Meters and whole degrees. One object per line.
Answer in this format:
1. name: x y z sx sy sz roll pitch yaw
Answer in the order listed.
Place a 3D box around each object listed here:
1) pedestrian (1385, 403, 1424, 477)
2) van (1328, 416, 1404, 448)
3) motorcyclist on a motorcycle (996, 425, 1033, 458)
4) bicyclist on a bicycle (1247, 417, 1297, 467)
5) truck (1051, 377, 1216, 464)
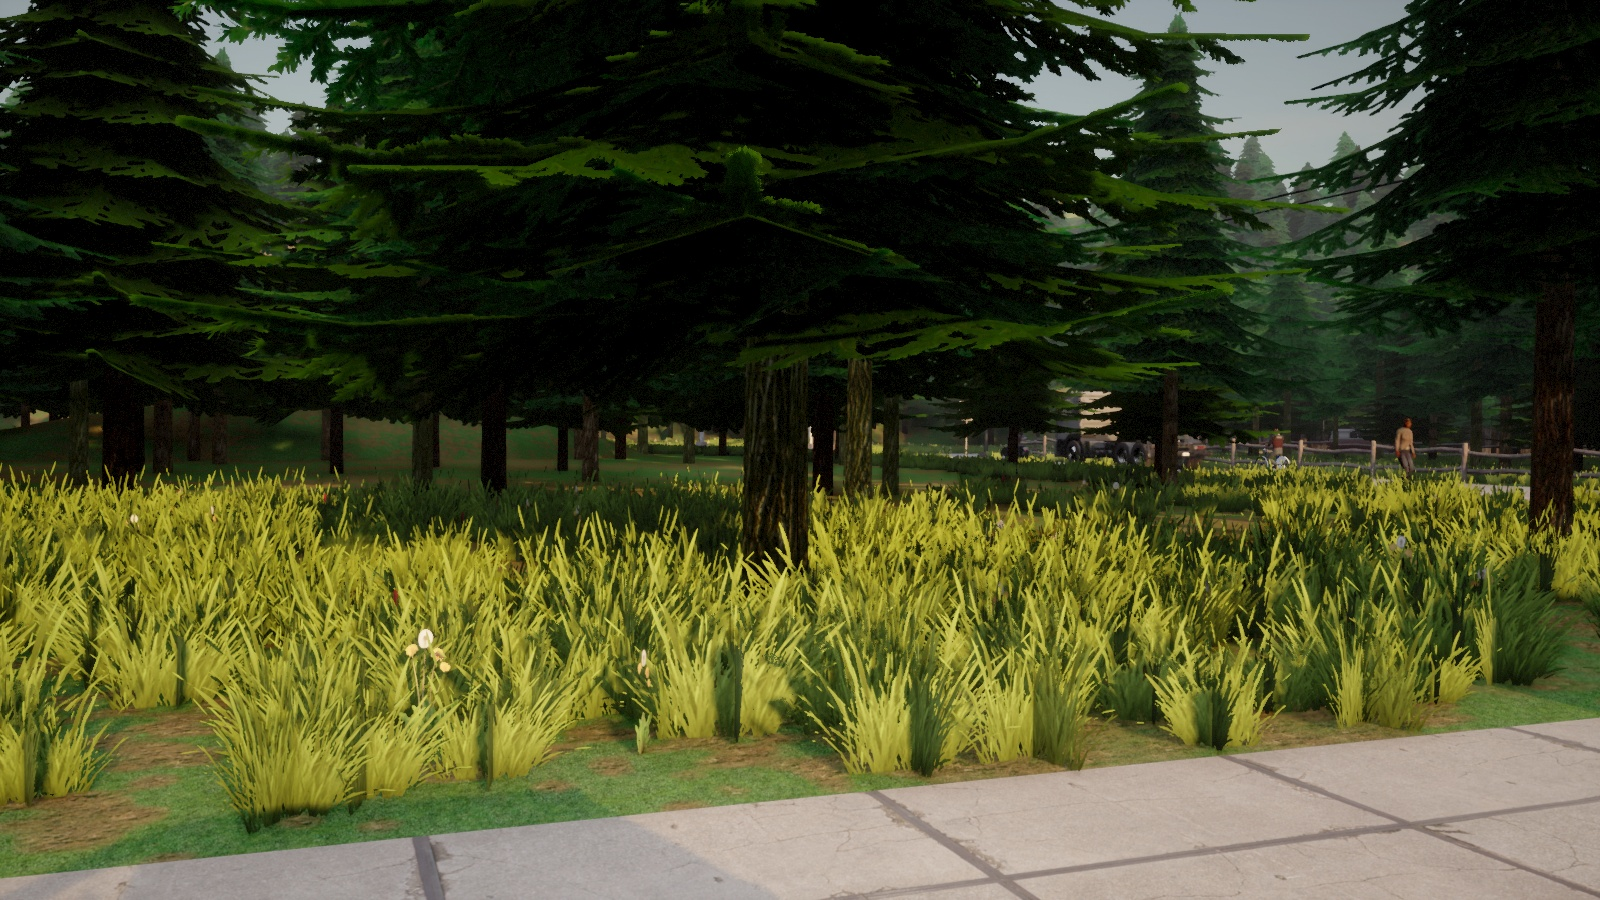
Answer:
1. pedestrian: 14.954 -0.244 31.068 0.328 1.805 0.869 -1 1 -21
2. van: 36.549 -1.165 81.190 4.442 1.987 1.775 0 1 24
3. motorcyclist on a motorcycle: 10.854 -0.431 63.682 0.766 1.649 2.350 -1 1 -21
4. bicyclist on a bicycle: 17.237 -0.291 45.889 0.659 1.776 1.843 -1 1 -20
5. truck: 14.209 -1.247 54.350 2.891 3.462 7.936 -1 1 -20
